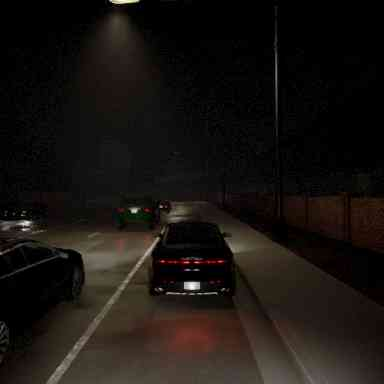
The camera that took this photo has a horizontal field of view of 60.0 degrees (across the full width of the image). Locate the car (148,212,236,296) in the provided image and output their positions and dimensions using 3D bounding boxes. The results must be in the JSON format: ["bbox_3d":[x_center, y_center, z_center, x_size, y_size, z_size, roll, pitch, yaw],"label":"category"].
[{"bbox_3d":[0.000,1.508,8.652,1.837,1.490,4.892,0,0,0],"label":"car"}]

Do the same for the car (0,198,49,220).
[{"bbox_3d":[-13.997,1.517,28.497,1.837,1.490,4.892,0,0,0],"label":"car"}]

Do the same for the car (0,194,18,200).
[{"bbox_3d":[-17.496,1.234,29.599,2.150,2.045,5.566,0,0,0],"label":"car"}]

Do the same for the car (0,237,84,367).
[{"bbox_3d":[-3.298,1.494,5.465,2.128,1.511,4.902,0,0,0],"label":"car"}]

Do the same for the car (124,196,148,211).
[{"bbox_3d":[-6.798,1.369,40.809,2.097,1.767,4.553,0,0,0],"label":"car"}]

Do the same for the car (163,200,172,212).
[{"bbox_3d":[-3.296,1.563,36.930,2.033,1.411,5.357,0,0,0],"label":"car"}]

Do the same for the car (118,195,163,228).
[{"bbox_3d":[-3.402,1.231,22.168,2.150,2.045,5.566,0,0,-1],"label":"car"}]
